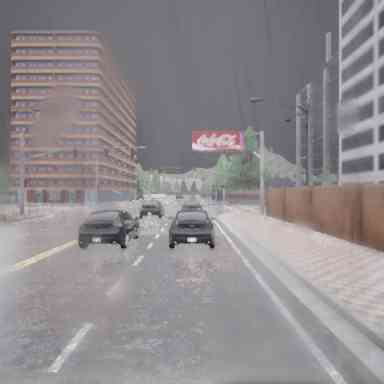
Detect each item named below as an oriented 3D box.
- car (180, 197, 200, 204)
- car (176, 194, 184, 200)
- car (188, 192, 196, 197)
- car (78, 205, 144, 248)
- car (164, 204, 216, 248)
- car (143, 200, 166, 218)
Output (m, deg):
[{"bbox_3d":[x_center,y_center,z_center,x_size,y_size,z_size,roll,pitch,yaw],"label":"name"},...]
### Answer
[{"bbox_3d":[0.000,1.515,29.650,1.837,1.490,4.892,0,0,0],"label":"car"},{"bbox_3d":[-3.500,1.363,91.823,1.837,1.490,4.892,0,0,0],"label":"car"},{"bbox_3d":[0.000,1.458,91.856,1.895,1.301,4.718,0,0,0],"label":"car"},{"bbox_3d":[-3.500,1.514,14.650,1.837,1.490,4.892,0,0,0],"label":"car"},{"bbox_3d":[0.000,1.514,14.650,1.837,1.490,4.892,0,0,0],"label":"car"},{"bbox_3d":[-3.500,1.515,29.650,1.837,1.490,4.892,0,0,0],"label":"car"}]
